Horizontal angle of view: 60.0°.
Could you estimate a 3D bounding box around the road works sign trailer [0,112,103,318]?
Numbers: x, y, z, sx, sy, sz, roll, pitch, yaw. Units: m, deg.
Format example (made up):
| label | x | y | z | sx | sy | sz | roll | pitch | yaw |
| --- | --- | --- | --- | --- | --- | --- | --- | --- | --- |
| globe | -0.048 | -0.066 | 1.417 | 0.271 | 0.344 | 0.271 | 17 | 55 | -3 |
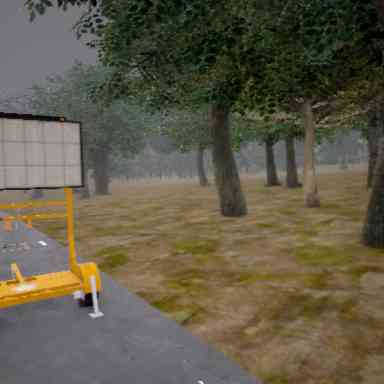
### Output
| label | x | y | z | sx | sy | sz | roll | pitch | yaw |
| --- | --- | --- | --- | --- | --- | --- | --- | --- | --- |
| road works sign trailer | -3.268 | 0.361 | 6.212 | 2.380 | 3.560 | 2.880 | -3 | 2 | -33 |
